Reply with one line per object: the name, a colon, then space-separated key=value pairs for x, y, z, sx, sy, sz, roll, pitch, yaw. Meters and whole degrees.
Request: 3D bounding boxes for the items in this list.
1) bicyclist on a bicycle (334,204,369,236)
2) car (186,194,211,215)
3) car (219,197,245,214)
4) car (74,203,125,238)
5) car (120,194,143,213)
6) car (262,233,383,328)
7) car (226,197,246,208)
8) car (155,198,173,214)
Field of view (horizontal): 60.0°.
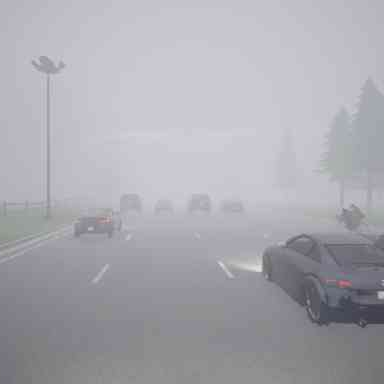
bicyclist on a bicycle: x=7.190 y=1.330 z=15.311 sx=0.582 sy=1.620 sz=1.656 roll=-37 pitch=47 yaw=-8
car: x=0.638 y=1.222 z=34.349 sx=2.150 sy=2.045 sz=5.566 roll=0 pitch=0 yaw=-5
car: x=4.097 y=1.477 z=34.993 sx=1.882 sy=1.535 sz=5.008 roll=0 pitch=0 yaw=-5
car: x=-4.921 y=1.525 z=17.737 sx=1.812 sy=1.442 sz=4.674 roll=0 pitch=0 yaw=-5
car: x=-6.548 y=1.223 z=36.125 sx=2.150 sy=2.045 sz=5.566 roll=0 pitch=0 yaw=-5
car: x=2.913 y=1.564 z=7.136 sx=1.994 sy=1.385 sz=4.181 roll=0 pitch=0 yaw=-3
car: x=6.389 y=1.501 z=48.692 sx=1.837 sy=1.490 sz=4.892 roll=0 pitch=-1 yaw=-5
car: x=-3.030 y=1.601 z=36.091 sx=1.895 sy=1.301 sz=4.718 roll=0 pitch=0 yaw=-5
